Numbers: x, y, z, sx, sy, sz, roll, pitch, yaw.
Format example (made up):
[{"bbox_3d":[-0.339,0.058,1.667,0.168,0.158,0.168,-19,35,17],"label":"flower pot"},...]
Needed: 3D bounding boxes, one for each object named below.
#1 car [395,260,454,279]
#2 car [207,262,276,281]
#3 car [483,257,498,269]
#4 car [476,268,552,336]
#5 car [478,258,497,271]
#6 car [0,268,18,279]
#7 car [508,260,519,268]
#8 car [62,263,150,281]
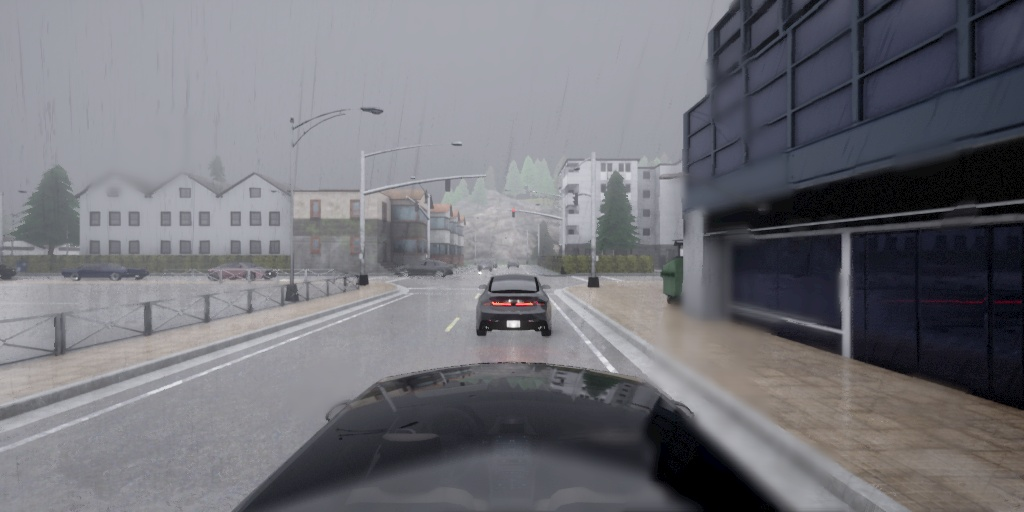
[{"bbox_3d":[-7.335,1.092,30.149,4.892,1.490,1.837,1,0,0],"label":"car"},{"bbox_3d":[-19.891,1.132,26.500,4.181,1.385,1.994,0,0,0],"label":"car"},{"bbox_3d":[-3.497,1.090,58.336,2.097,1.767,4.553,0,0,0],"label":"car"},{"bbox_3d":[0.067,1.253,10.344,1.837,1.490,4.892,0,0,1],"label":"car"},{"bbox_3d":[-3.520,1.232,48.312,2.128,1.511,4.902,0,0,0],"label":"car"},{"bbox_3d":[-40.133,1.169,26.626,4.718,1.301,1.895,0,0,1],"label":"car"},{"bbox_3d":[0.181,1.338,60.994,1.895,1.301,4.718,0,0,-1],"label":"car"},{"bbox_3d":[-29.911,1.169,26.546,4.718,1.301,1.895,0,0,0],"label":"car"}]
